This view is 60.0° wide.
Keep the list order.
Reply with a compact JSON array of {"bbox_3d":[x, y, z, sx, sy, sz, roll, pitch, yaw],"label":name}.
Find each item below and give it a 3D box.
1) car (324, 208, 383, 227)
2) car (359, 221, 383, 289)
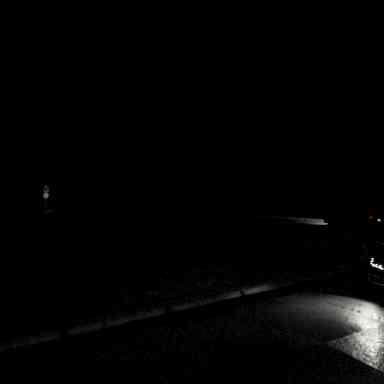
[{"bbox_3d":[11.736,1.858,24.209,1.994,1.385,4.181,1,0,-25],"label":"car"},{"bbox_3d":[6.101,1.623,8.585,1.837,1.490,4.892,3,2,44],"label":"car"}]
